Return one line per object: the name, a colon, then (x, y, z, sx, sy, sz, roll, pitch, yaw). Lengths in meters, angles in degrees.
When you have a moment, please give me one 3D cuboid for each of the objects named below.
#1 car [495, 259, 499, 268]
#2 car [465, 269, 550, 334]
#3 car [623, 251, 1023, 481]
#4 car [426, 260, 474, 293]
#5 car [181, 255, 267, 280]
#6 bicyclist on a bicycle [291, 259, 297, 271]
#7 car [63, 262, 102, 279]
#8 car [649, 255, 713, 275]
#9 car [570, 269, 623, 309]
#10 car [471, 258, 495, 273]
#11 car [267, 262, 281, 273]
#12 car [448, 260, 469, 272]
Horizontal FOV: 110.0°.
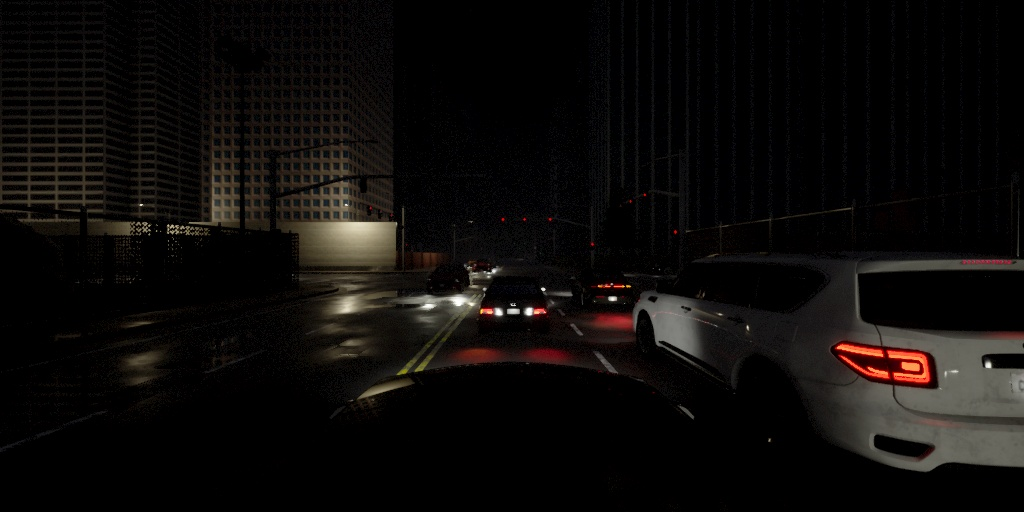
car: (-3.593, 1.351, 58.291, 1.895, 1.301, 4.718, 0, 0, 0)
car: (0.055, 1.297, 10.600, 2.033, 1.411, 5.357, 0, 0, 1)
car: (3.601, 0.971, 5.166, 2.150, 2.045, 5.566, 0, 0, 0)
car: (-3.602, 1.210, 20.891, 1.882, 1.535, 5.008, 0, 1, 0)
car: (-24.085, 0.916, 29.768, 5.566, 2.045, 2.150, 0, 0, 0)
bicyclist on a bicycle: (-25.578, 0.995, 41.753, 0.582, 1.620, 1.656, 0, 0, 0)
car: (-37.169, 1.199, 29.800, 4.892, 1.490, 1.837, 0, 0, 0)
car: (17.307, 0.917, 36.883, 5.566, 2.045, 2.150, 0, 0, 0)
car: (3.636, 1.255, 15.026, 1.837, 1.490, 4.892, 0, 0, 2)
car: (-3.603, 1.102, 44.269, 2.097, 1.767, 4.553, 0, 0, 0)
car: (-26.147, 1.258, 36.993, 4.181, 1.385, 1.994, 0, 0, 0)
car: (-7.104, 1.297, 48.525, 2.033, 1.411, 5.357, 0, 0, 0)
